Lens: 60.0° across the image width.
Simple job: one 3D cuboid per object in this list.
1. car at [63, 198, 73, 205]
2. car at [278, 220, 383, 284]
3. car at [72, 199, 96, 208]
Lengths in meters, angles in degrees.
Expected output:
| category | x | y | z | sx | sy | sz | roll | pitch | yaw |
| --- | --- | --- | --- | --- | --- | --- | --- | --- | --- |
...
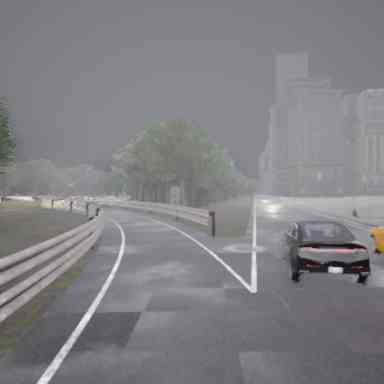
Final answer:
| category | x | y | z | sx | sy | sz | roll | pitch | yaw |
| --- | --- | --- | --- | --- | --- | --- | --- | --- | --- |
| car | -21.729 | 1.802 | 58.946 | 1.812 | 1.442 | 4.674 | 0 | 0 | -28 |
| car | 3.722 | 1.589 | 9.975 | 2.128 | 1.511 | 4.902 | -1 | -1 | 11 |
| car | -16.108 | 1.791 | 50.380 | 1.882 | 1.535 | 5.008 | 0 | 0 | -35 |
